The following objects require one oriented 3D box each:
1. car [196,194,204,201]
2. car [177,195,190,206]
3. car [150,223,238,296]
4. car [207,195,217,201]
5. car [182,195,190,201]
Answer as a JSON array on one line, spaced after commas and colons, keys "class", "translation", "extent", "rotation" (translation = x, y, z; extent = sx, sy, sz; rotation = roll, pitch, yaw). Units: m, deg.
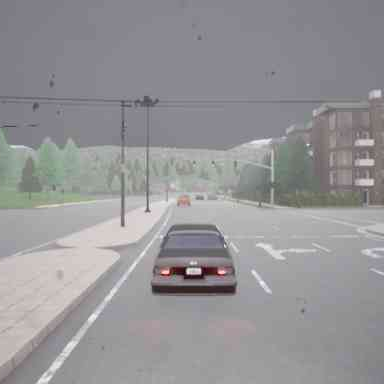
[{"class": "car", "translation": [1.983, 1.434, 85.406], "extent": [1.882, 1.535, 5.008], "rotation": [0, 0, 0]}, {"class": "car", "translation": [-1.354, 1.324, 54.543], "extent": [2.097, 1.767, 4.553], "rotation": [0, 0, -1]}, {"class": "car", "translation": [0.043, 1.543, 8.798], "extent": [2.033, 1.411, 5.357], "rotation": [0, 0, 0]}, {"class": "car", "translation": [5.483, 1.496, 85.414], "extent": [2.033, 1.411, 5.357], "rotation": [0, 0, 0]}, {"class": "car", "translation": [-1.517, 1.480, 85.368], "extent": [1.812, 1.442, 4.674], "rotation": [0, 0, 0]}]
